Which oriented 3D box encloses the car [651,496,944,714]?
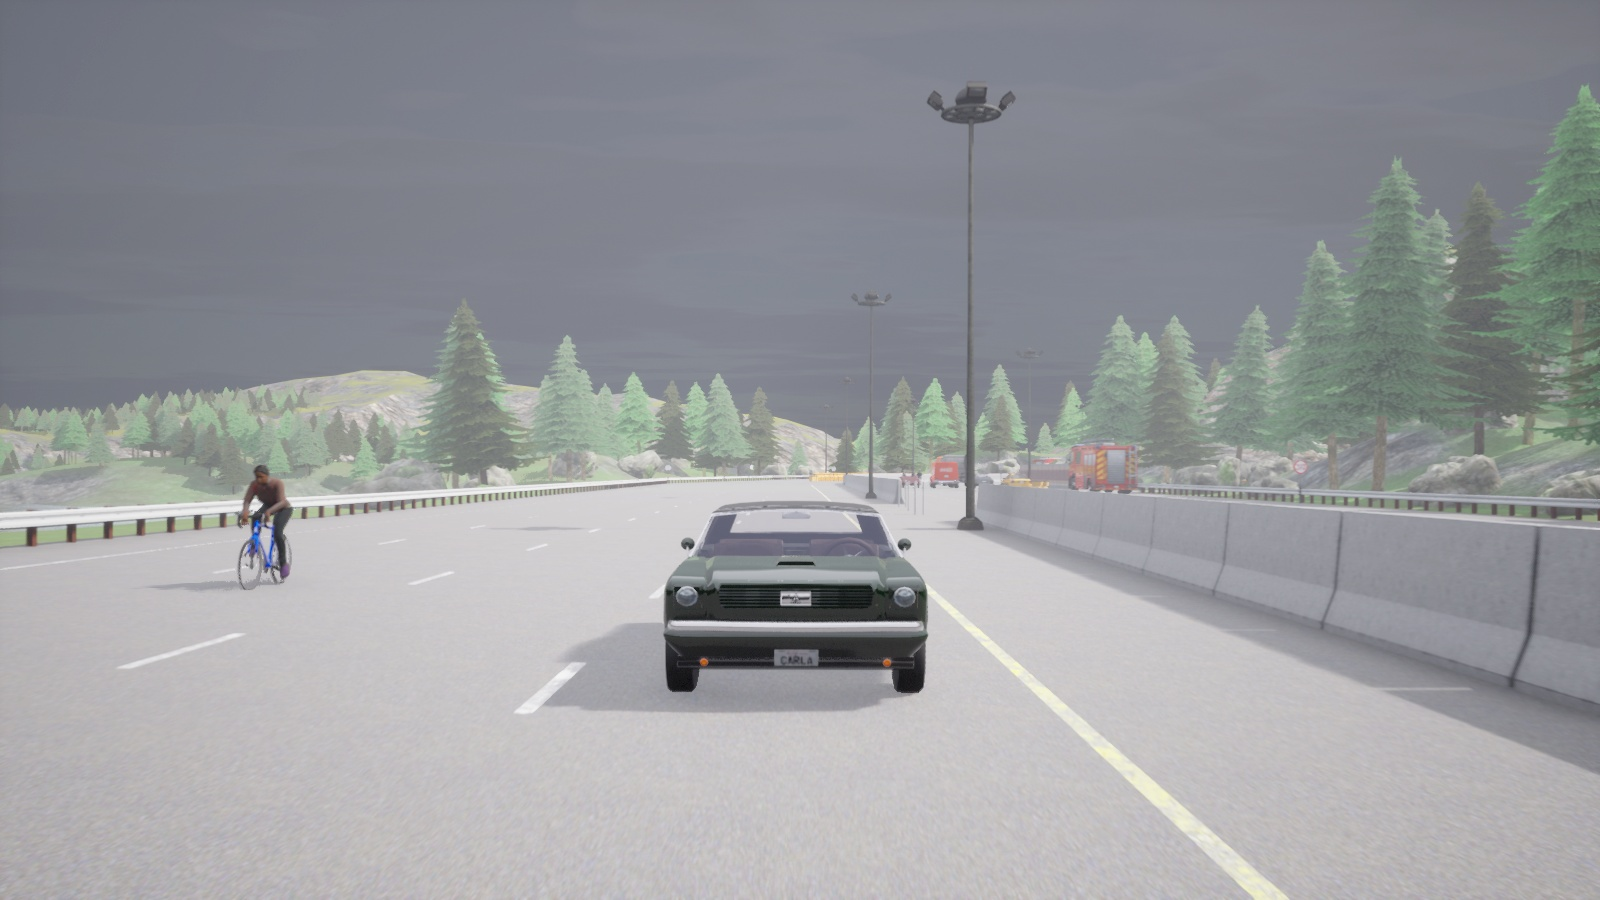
[{"bbox_3d":[-0.024,1.091,10.491,1.895,1.301,4.718,0,-1,0],"label":"car"}]

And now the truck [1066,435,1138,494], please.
[{"bbox_3d":[20.790,1.023,86.974,2.891,3.827,8.468,0,-1,0],"label":"truck"}]

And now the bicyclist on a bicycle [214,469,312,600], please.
[{"bbox_3d":[-7.039,1.072,16.536,0.582,1.620,1.656,0,0,0],"label":"bicyclist on a bicycle"}]
